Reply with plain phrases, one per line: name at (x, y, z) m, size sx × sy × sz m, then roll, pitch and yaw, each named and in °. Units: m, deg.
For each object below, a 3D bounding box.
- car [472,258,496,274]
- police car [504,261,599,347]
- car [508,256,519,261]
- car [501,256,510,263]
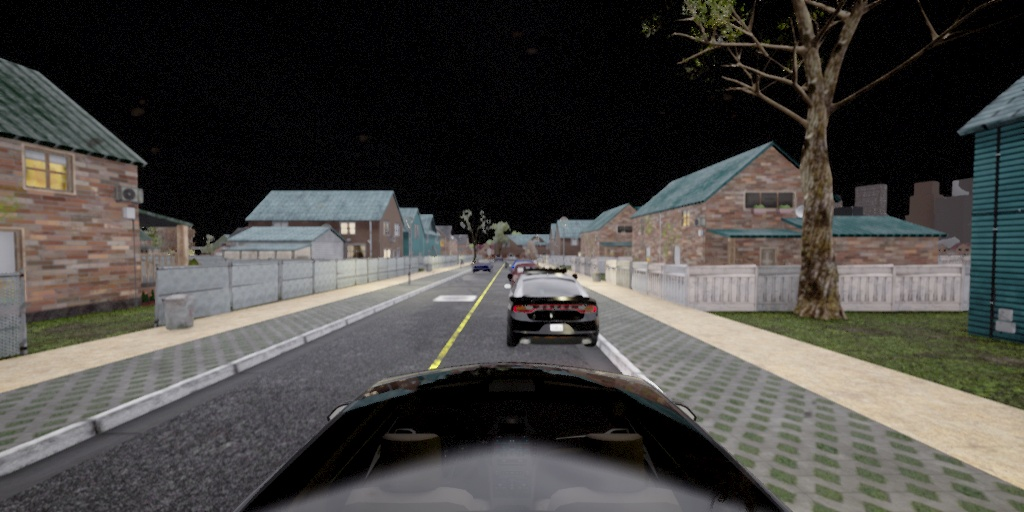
car at (-2.852, 1.040, 35.481) m, size 1.895 × 1.301 × 4.718 m, roll 0°, pitch 0°, yaw 0°
police car at (0.826, 1.099, 9.233) m, size 1.930 × 1.638 × 5.238 m, roll 0°, pitch 1°, yaw 0°
car at (0.823, 1.005, 25.126) m, size 1.882 × 1.535 × 5.008 m, roll 0°, pitch 0°, yaw 0°
car at (0.031, 0.837, 47.612) m, size 2.128 × 1.511 × 4.902 m, roll 0°, pitch 0°, yaw 0°
